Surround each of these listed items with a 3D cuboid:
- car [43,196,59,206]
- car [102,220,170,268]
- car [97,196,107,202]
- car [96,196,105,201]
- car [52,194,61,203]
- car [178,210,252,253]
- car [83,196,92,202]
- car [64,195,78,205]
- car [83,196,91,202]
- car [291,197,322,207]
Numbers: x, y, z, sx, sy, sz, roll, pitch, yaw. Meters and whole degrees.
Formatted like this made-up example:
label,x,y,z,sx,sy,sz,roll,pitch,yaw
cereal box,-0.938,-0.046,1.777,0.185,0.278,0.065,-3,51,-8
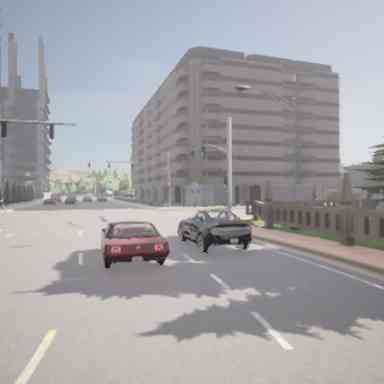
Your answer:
label,x,y,z,sx,sy,sz,roll,pitch,yaw
car,-25.958,1.823,60.701,1.895,1.301,4.718,0,0,-18
car,-2.145,1.626,11.528,1.895,1.301,4.718,0,0,-16
car,-21.817,1.810,81.320,1.895,1.301,4.718,0,0,-19
car,-25.019,1.785,90.827,2.033,1.411,5.357,0,0,-19
car,-31.081,1.495,75.924,2.150,2.045,5.566,0,0,-19
car,0.777,1.502,13.921,2.128,1.511,4.902,0,0,-17
car,-25.121,1.787,80.164,1.994,1.385,4.181,0,0,-19
car,-22.643,1.804,61.824,1.895,1.301,4.718,0,0,-18
car,-28.335,1.816,89.709,1.994,1.385,4.181,0,0,-19
car,16.057,1.511,45.976,4.892,1.490,1.837,0,0,-19
